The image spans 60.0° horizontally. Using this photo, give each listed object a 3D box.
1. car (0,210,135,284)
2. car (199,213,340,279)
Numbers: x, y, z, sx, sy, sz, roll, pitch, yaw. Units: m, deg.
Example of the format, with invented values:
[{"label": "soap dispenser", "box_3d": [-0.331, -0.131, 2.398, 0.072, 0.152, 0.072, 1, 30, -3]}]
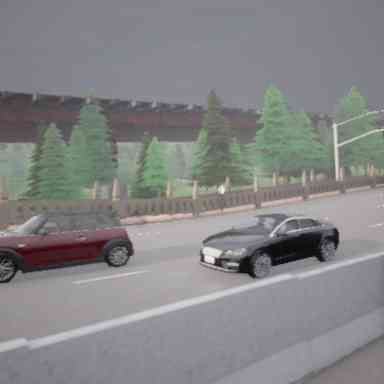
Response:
[{"label": "car", "box_3d": [-4.063, 1.354, 9.666, 4.553, 1.767, 2.097, 0, 0, -35]}, {"label": "car", "box_3d": [2.452, 1.413, 9.977, 4.902, 1.511, 2.128, -2, 1, -35]}]
